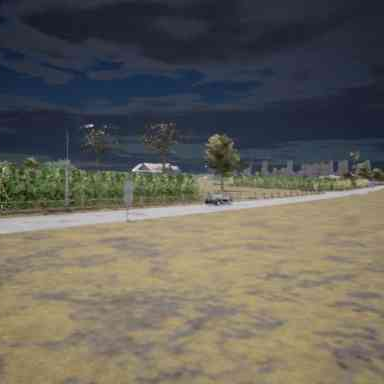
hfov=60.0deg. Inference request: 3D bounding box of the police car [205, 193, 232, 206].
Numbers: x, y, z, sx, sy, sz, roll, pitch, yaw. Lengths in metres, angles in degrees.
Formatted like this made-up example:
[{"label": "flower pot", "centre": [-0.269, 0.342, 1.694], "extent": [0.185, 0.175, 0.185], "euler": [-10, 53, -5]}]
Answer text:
[{"label": "police car", "centre": [3.570, 0.945, 44.959], "extent": [1.930, 1.638, 5.238], "euler": [3, 2, 36]}]
